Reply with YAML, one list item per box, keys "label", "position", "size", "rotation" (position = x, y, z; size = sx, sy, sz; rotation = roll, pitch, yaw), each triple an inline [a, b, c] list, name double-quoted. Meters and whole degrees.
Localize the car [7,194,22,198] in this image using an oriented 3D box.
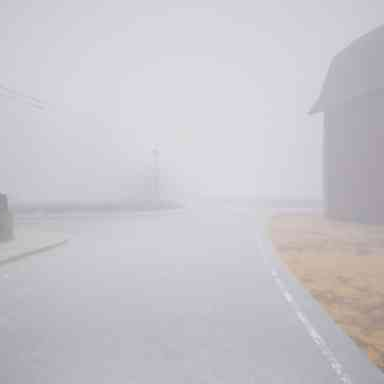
- label: "car"
  position: [-29.905, 1.135, 55.985]
  size: [2.242, 1.667, 4.611]
  rotation: [0, 0, -18]
